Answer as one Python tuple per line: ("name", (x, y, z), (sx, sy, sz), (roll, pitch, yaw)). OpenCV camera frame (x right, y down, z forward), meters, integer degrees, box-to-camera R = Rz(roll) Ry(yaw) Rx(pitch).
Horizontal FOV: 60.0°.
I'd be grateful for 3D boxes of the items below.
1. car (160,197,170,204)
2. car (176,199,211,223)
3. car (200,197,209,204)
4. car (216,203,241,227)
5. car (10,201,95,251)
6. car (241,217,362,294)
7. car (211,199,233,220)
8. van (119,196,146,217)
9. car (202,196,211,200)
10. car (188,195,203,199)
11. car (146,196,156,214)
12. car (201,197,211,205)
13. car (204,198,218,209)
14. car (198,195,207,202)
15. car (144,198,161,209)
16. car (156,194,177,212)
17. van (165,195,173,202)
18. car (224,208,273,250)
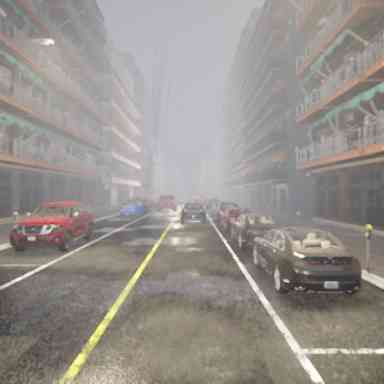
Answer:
("car", (-5.673, 1.742, 70.746), (1.752, 1.417, 4.829), (0, 0, 0))
("car", (0.107, 1.539, 25.727), (2.128, 1.511, 4.902), (0, 0, 0))
("car", (2.707, 1.743, 71.061), (1.752, 1.417, 4.829), (0, 0, 0))
("car", (2.696, 1.580, 19.937), (1.887, 1.381, 4.507), (0, 0, 0))
("car", (-5.686, 1.342, 14.298), (2.192, 1.841, 5.009), (0, 0, 0))
("car", (2.693, 1.566, 8.612), (2.008, 1.369, 4.403), (0, 0, 0))
("car", (2.697, 1.488, 25.597), (1.967, 1.590, 4.097), (0, 0, 0))
("van", (-5.682, 1.403, 31.285), (1.690, 1.788, 3.998), (0, 0, 0))
("car", (2.700, 1.540, 42.581), (1.967, 1.590, 4.097), (0, 0, 0))
("car", (0.113, 1.607, 46.611), (2.128, 1.511, 4.902), (0, 0, 0))
("car", (-5.682, 1.396, 36.945), (2.192, 1.841, 5.009), (0, 0, 0))
("car", (2.706, 1.736, 65.233), (1.887, 1.381, 4.507), (0, 0, 0))
("car", (2.702, 1.649, 48.413), (1.752, 1.417, 4.829), (0, 0, 0))
("car", (2.711, 1.622, 87.876), (2.192, 1.841, 5.009), (0, 0, 0))
("car", (-5.678, 1.669, 48.268), (1.887, 1.381, 4.507), (0, 0, 0))
("car", (-3.028, 1.316, 40.336), (2.150, 2.045, 5.566), (0, 0, 1))
("van", (-5.671, 1.617, 82.241), (1.690, 1.788, 3.998), (0, 0, 0))
("car", (2.694, 1.576, 14.275), (2.008, 1.369, 4.403), (0, 0, 0))
